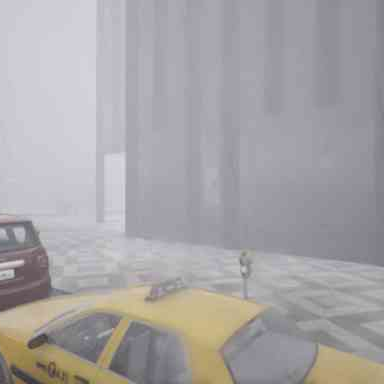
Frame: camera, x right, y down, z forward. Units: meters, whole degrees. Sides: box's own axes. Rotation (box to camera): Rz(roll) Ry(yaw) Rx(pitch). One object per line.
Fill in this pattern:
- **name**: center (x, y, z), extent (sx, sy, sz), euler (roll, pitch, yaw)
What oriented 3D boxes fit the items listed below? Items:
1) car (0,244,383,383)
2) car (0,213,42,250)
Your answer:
- **car**: center (-0.444, 1.525, 3.279), extent (4.829, 1.417, 1.752), euler (0, 0, 36)
- **car**: center (-4.722, 1.313, 6.332), extent (5.009, 1.841, 2.192), euler (0, 0, 36)
